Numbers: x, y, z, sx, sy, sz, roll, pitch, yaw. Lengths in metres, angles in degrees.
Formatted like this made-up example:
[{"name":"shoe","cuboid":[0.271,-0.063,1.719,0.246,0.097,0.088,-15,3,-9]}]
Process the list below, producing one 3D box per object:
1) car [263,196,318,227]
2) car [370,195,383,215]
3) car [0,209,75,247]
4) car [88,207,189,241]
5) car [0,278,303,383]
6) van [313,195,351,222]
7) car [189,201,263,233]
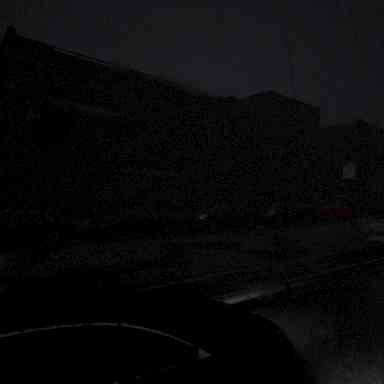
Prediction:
[{"name":"car","cuboid":[6.153,1.339,22.892,4.553,1.767,2.185,0,0,-36]},{"name":"car","cuboid":[19.679,1.233,32.587,5.566,2.045,2.435,0,0,-36]},{"name":"car","cuboid":[-7.237,1.447,13.294,4.892,1.521,2.231,0,0,-36]},{"name":"car","cuboid":[-2.750,1.492,16.511,4.674,1.452,2.002,0,0,-36]},{"name":"car","cuboid":[-1.145,1.504,2.622,4.892,1.490,1.837,0,0,-35]},{"name":"van","cuboid":[10.524,1.245,26.025,4.442,1.987,1.878,0,0,-36]},{"name":"car","cuboid":[1.663,1.333,19.674,4.553,1.767,2.185,0,0,-36]}]
